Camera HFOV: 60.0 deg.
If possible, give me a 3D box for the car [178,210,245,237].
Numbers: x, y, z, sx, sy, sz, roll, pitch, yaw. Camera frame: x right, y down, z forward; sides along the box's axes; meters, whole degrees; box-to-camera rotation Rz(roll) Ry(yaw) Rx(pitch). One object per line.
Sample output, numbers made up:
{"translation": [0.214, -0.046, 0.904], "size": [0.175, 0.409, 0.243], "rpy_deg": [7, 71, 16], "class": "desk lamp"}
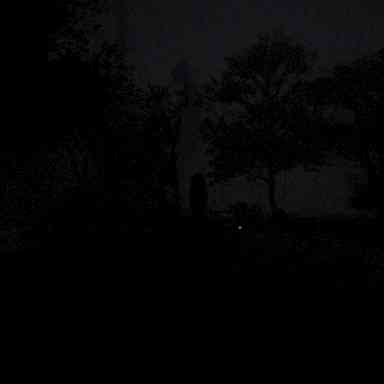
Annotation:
{"translation": [1.125, 1.849, 20.425], "size": [1.812, 1.442, 4.674], "rpy_deg": [1, -2, -43], "class": "car"}
